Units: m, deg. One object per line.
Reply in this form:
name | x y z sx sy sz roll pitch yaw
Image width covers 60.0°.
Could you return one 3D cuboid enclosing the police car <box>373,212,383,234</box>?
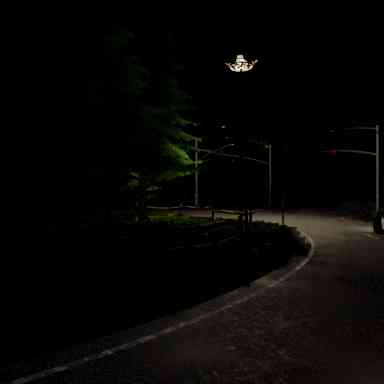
police car | 10.582 1.504 16.319 2.038 1.542 4.974 0 0 11
